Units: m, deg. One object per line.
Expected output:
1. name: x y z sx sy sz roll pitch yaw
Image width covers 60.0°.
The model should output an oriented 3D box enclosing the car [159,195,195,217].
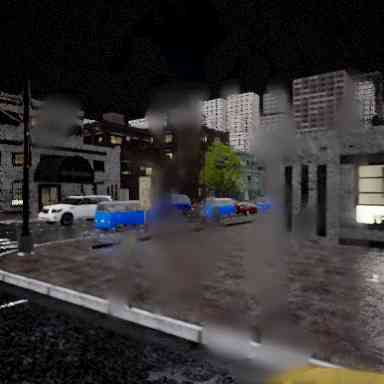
1. car: -2.297 1.304 32.950 2.150 2.045 5.566 0 0 36

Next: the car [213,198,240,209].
1. car: 4.997 1.662 47.862 1.887 1.381 4.507 0 0 35

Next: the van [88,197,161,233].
1. van: -4.014 1.427 20.434 1.690 1.788 3.998 0 0 35

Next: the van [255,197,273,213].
1. van: 8.675 1.490 38.513 1.690 1.788 3.998 0 0 35

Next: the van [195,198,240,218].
1. van: 2.330 1.457 29.474 1.690 1.788 3.998 0 0 35

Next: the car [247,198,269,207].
1. car: 11.341 1.699 56.901 1.887 1.381 4.507 0 0 35

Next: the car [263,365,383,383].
1. car: 2.301 1.524 1.227 4.829 1.417 1.752 0 0 35

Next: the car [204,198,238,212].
1. car: 3.706 1.591 41.485 1.882 1.535 5.008 0 0 35

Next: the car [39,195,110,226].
1. car: -8.252 1.276 24.471 2.150 2.045 5.566 0 0 35

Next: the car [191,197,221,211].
1. car: 1.826 1.540 43.343 1.967 1.590 4.097 0 0 35

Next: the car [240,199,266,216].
1. car: 5.502 1.677 33.993 1.887 1.381 4.507 0 0 35

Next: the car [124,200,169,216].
1. car: -4.617 1.591 34.163 1.752 1.417 4.829 0 0 35
